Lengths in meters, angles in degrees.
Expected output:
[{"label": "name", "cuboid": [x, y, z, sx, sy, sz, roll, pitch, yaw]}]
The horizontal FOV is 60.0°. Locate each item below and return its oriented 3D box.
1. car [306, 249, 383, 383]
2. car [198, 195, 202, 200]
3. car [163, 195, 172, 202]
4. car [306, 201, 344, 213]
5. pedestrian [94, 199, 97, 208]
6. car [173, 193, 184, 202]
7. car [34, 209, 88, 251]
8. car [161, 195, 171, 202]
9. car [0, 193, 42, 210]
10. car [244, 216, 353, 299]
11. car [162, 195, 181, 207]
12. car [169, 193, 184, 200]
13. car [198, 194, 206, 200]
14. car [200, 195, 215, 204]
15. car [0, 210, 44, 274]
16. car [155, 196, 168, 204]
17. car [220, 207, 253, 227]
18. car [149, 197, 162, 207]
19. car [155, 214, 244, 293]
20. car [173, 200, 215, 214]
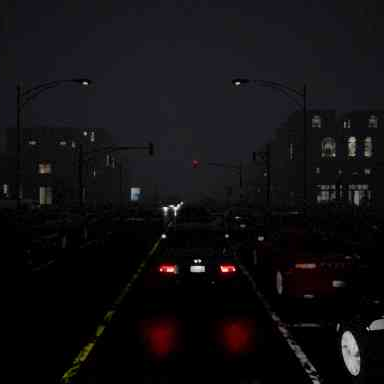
[{"label": "car", "cuboid": [2.692, 1.551, 2.622, 2.008, 1.369, 4.403, 0, 0, 0]}, {"label": "car", "cuboid": [2.649, 1.590, 63.130, 1.802, 1.307, 4.206, 0, 0, 0]}, {"label": "car", "cuboid": [-5.743, 1.538, 79.535, 1.752, 1.417, 4.829, 0, 0, 0]}, {"label": "car", "cuboid": [14.784, 1.653, 37.283, 4.181, 1.385, 1.994, 0, 0, 1]}, {"label": "pedestrian", "cuboid": [-12.583, 1.415, 43.222, 0.375, 1.300, 0.375, 0, -1, 1]}, {"label": "car", "cuboid": [-3.053, 1.237, 74.957, 2.150, 2.045, 5.566, 0, 0, 0]}, {"label": "car", "cuboid": [-5.697, 1.552, 14.017, 2.008, 1.369, 4.403, 0, 0, 0]}, {"label": "car", "cuboid": [-5.739, 1.451, 74.183, 1.967, 1.590, 4.097, 0, 0, 0]}, {"label": "car", "cuboid": [-18.690, 1.141, 34.553, 5.566, 2.045, 2.150, 0, 0, -1]}, {"label": "car", "cuboid": [2.688, 1.546, 8.314, 1.887, 1.381, 4.507, 0, 0, 0]}, {"label": "car", "cuboid": [-3.145, 1.532, 51.134, 1.812, 1.442, 4.674, 0, 0, 1]}, {"label": "car", "cuboid": [-3.109, 1.500, 61.566, 2.128, 1.511, 4.902, 0, 0, 0]}, {"label": "car", "cuboid": [2.630, 1.458, 90.741, 1.967, 1.590, 4.097, 0, 0, 0]}, {"label": "car", "cuboid": [2.657, 1.572, 52.088, 1.947, 1.339, 4.313, 0, 0, 0]}, {"label": "car", "cuboid": [-5.692, 1.441, 8.325, 1.967, 1.590, 4.097, 0, 0, 0]}, {"label": "car", "cuboid": [-5.732, 1.559, 63.138, 2.008, 1.369, 4.403, 0, 0, 0]}, {"label": "car", "cuboid": [2.680, 1.553, 19.698, 2.008, 1.369, 4.403, 0, 0, 0]}, {"label": "car", "cuboid": [-5.724, 1.588, 52.095, 1.802, 1.307, 4.206, 0, 0, 0]}, {"label": "car", "cuboid": [0.098, 1.548, 8.997, 2.033, 1.411, 5.357, 0, 0, 0]}, {"label": "car", "cuboid": [0.086, 1.480, 19.461, 1.882, 1.535, 5.008, 0, 0, 0]}]
